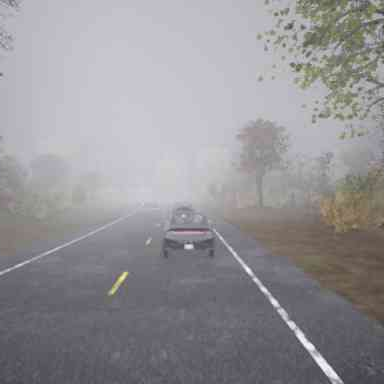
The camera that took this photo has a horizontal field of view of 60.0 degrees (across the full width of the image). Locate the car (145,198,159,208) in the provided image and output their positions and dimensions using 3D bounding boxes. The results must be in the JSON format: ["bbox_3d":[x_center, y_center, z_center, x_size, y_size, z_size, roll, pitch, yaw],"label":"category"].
[{"bbox_3d":[-6.144,1.629,50.353,1.812,1.442,4.674,0,0,-5],"label":"car"}]

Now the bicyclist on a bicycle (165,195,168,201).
[{"bbox_3d":[-6.827,1.511,89.344,0.866,1.612,1.509,0,0,-10],"label":"bicyclist on a bicycle"}]

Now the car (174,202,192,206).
[{"bbox_3d":[-0.777,1.582,28.167,1.837,1.490,4.892,0,0,-3],"label":"car"}]

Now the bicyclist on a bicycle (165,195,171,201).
[{"bbox_3d":[-5.363,1.527,80.418,0.866,1.612,1.509,0,0,-9],"label":"bicyclist on a bicycle"}]

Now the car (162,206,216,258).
[{"bbox_3d":[-0.150,1.533,13.016,2.128,1.511,4.902,0,0,-1],"label":"car"}]
